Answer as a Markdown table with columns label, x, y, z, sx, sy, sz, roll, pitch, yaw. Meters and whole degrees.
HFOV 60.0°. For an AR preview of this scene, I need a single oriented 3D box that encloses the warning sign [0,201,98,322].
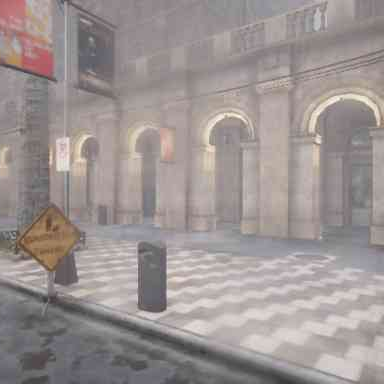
| label | x | y | z | sx | sy | sz | roll | pitch | yaw |
| --- | --- | --- | --- | --- | --- | --- | --- | --- | --- |
| warning sign | -2.586 | 1.115 | 6.083 | 1.060 | 1.860 | 1.300 | 0 | 0 | 36 |
